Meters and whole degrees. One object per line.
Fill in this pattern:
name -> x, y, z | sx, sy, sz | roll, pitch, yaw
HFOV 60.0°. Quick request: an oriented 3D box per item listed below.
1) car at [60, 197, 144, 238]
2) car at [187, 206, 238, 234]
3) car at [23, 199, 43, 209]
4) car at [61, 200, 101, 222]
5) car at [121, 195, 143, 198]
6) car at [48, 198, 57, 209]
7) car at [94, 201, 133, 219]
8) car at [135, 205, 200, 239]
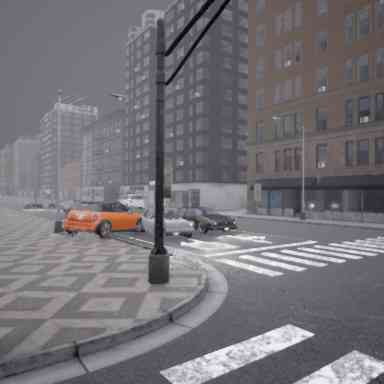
car -> -4.260, 1.297, 17.238 | 2.097, 1.767, 4.553 | 2, -2, 23
car -> 0.316, 1.569, 19.773 | 2.033, 1.411, 5.357 | 1, 0, -35
car -> -21.819, 1.626, 45.676 | 1.994, 1.385, 4.181 | 1, -1, -35
car -> -9.382, 1.517, 27.886 | 1.837, 1.490, 4.892 | 1, 1, -35
car -> -8.177, 1.350, 43.266 | 2.150, 2.045, 5.566 | 1, -1, -35
car -> -19.176, 1.584, 47.565 | 2.128, 1.511, 4.902 | 1, -1, -35
car -> -7.315, 1.574, 30.595 | 1.812, 1.442, 4.674 | 1, 0, -35
car -> -1.448, 1.579, 17.392 | 1.895, 1.301, 4.718 | 1, 0, -20
